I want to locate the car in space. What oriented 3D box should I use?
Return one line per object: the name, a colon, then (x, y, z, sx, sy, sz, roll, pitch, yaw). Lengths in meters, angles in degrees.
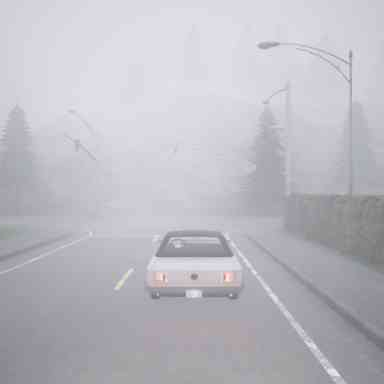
car: (0.061, 1.601, 8.382, 1.895, 1.301, 4.718, 0, 0, 0)
